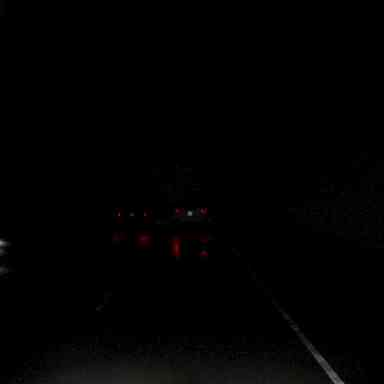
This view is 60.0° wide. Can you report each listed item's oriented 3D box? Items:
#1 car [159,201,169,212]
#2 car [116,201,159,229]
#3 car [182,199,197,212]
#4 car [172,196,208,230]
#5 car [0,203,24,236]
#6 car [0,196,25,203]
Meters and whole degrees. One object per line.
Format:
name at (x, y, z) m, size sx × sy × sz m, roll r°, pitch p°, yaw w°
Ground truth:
car at (-3.839, 1.725, 41.329) m, size 1.895 × 1.301 × 4.718 m, roll 0°, pitch 0°, yaw -1°
car at (-3.628, 1.423, 22.154) m, size 2.097 × 1.767 × 4.553 m, roll 0°, pitch 0°, yaw -1°
car at (-0.362, 1.643, 42.450) m, size 1.812 × 1.442 × 4.674 m, roll 0°, pitch 0°, yaw -1°
car at (-0.136, 1.284, 21.729) m, size 2.150 × 2.045 × 5.566 m, roll 0°, pitch 0°, yaw 0°
car at (-10.794, 1.589, 19.097) m, size 1.837 × 1.490 × 4.892 m, roll 0°, pitch 0°, yaw -1°
car at (-14.361, 1.331, 25.014) m, size 2.150 × 2.045 × 5.566 m, roll 0°, pitch 0°, yaw -1°
